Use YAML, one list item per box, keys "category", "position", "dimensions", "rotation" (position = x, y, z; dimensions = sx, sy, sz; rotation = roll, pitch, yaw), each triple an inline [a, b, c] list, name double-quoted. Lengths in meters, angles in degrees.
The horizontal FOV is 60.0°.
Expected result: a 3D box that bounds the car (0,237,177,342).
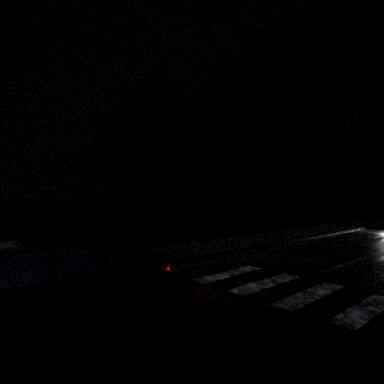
- category: "car"
  position: [-2.735, 1.510, 5.494]
  dimensions: [5.357, 1.411, 2.033]
  rotation: [1, 0, -43]
